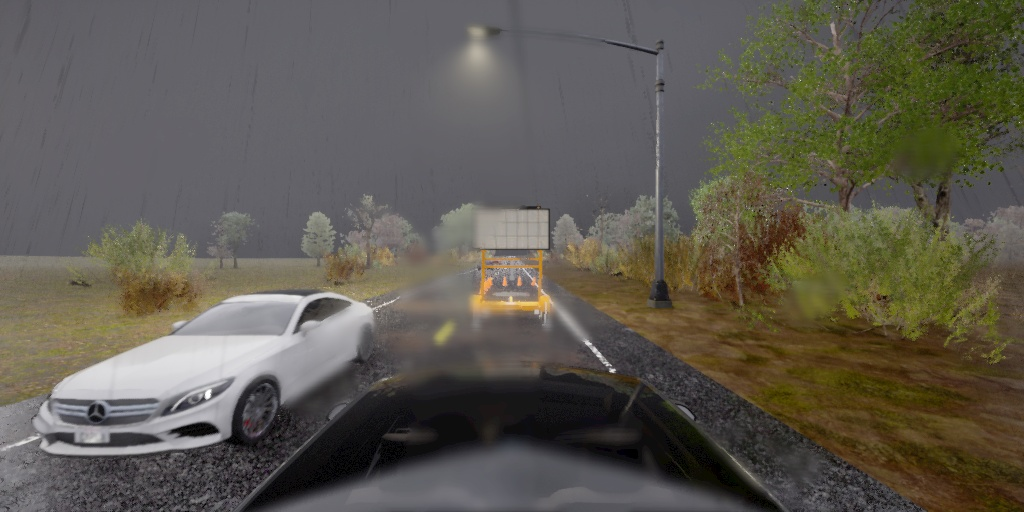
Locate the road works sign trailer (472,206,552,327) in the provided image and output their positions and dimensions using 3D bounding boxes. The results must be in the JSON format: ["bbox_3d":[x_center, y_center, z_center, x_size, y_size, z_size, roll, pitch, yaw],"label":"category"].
[{"bbox_3d":[0.002,0.214,11.529,2.380,3.560,2.880,0,0,0],"label":"road works sign trailer"}]

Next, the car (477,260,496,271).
[{"bbox_3d":[-3.589,1.281,48.715,1.994,1.385,4.181,0,0,0],"label":"car"}]

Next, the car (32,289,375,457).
[{"bbox_3d":[-3.599,1.276,5.402,1.812,1.442,4.674,0,0,0],"label":"car"}]
